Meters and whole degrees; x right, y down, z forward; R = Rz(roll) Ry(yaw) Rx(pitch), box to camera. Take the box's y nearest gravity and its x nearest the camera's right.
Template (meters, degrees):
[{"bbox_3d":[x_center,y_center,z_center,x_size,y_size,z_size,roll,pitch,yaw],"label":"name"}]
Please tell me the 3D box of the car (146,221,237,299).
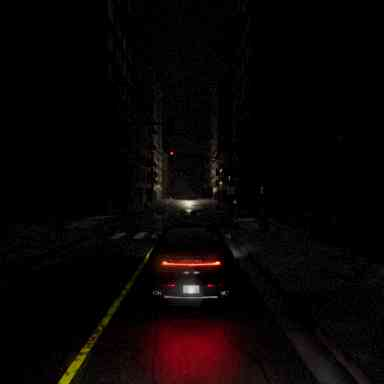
[{"bbox_3d":[-0.017,1.507,8.412,1.837,1.490,4.892,0,0,0],"label":"car"}]
